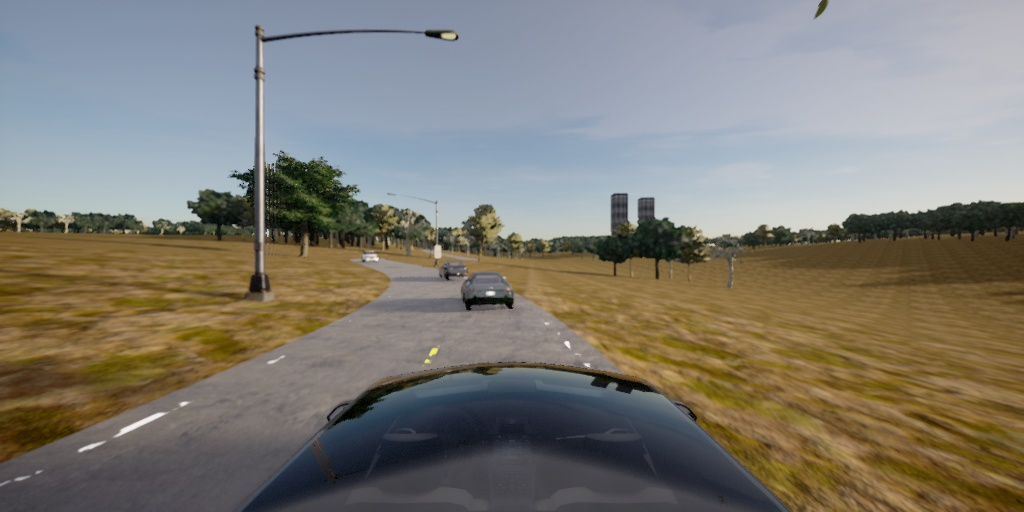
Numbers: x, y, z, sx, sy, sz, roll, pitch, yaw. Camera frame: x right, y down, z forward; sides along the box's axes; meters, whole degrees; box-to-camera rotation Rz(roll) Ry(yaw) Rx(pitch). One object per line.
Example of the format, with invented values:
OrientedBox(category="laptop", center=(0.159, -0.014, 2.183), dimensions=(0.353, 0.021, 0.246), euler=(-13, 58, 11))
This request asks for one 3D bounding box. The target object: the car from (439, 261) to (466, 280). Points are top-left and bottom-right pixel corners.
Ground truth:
OrientedBox(category="car", center=(-4.975, 1.164, 30.237), dimensions=(2.128, 1.511, 4.902), euler=(0, 1, -20))

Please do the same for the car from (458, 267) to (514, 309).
OrientedBox(category="car", center=(-1.140, 1.364, 15.466), dimensions=(1.994, 1.385, 4.181), euler=(0, 0, -10))
